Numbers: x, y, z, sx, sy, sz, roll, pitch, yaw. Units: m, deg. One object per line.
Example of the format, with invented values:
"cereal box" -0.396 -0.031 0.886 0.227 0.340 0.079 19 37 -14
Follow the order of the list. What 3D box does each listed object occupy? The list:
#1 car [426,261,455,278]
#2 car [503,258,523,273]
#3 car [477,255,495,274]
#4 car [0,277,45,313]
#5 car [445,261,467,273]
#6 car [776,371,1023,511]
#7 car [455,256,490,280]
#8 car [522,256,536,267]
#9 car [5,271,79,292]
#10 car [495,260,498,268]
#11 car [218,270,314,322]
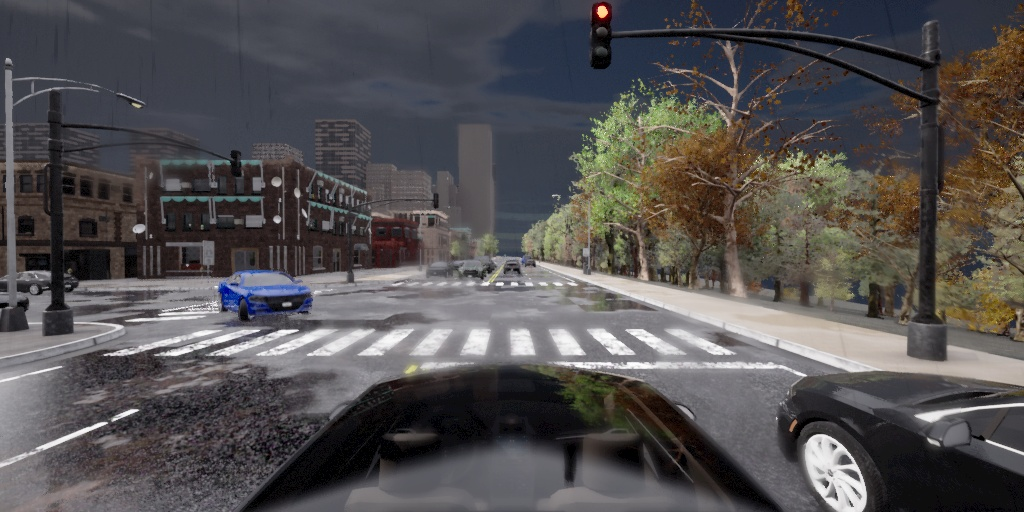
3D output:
"car" -6.664 1.217 33.525 1.882 1.535 5.008 0 0 0
"car" 0.002 1.242 42.207 1.837 1.490 4.892 0 0 0
"car" -3.435 0.958 41.278 2.150 2.045 5.566 0 0 0
"car" -19.973 1.565 12.639 4.313 1.339 1.948 0 0 0
"car" -6.683 1.336 43.487 1.895 1.301 4.718 0 0 0
"car" 3.366 1.255 1.263 1.837 1.490 4.892 0 0 -2
"car" -3.413 1.093 31.699 2.097 1.767 4.553 0 0 0
"car" 3.203 1.231 63.662 1.837 1.490 4.892 0 0 0
"car" -28.326 1.560 21.131 4.403 1.370 2.007 0 0 0
"car" -3.457 1.296 50.784 1.994 1.385 4.181 0 0 0
"car" -8.679 1.244 12.515 5.008 1.535 1.882 -1 -1 41
